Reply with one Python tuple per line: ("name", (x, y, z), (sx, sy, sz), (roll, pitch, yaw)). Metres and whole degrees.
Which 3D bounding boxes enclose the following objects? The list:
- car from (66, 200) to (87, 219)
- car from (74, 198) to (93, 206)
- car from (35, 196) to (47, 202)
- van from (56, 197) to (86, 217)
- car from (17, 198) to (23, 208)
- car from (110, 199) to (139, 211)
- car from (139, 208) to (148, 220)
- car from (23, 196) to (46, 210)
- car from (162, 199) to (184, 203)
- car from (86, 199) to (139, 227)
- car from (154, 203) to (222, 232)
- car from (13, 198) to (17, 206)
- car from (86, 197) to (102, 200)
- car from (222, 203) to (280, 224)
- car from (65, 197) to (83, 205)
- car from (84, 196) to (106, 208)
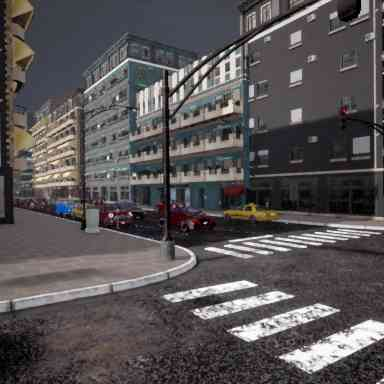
("car", (-8.906, 1.652, 28.334), (1.752, 1.417, 4.829), (-1, 1, -36))
("car", (-18.262, 1.644, 55.862), (1.947, 1.339, 4.313), (-1, 1, -36))
("car", (-37.554, 1.728, 82.888), (1.887, 1.381, 4.507), (-1, 1, -36))
("van", (-12.223, 1.483, 32.975), (1.690, 1.788, 3.998), (-1, 1, -36))
("car", (-25.081, 1.770, 50.994), (1.947, 1.339, 4.313), (-1, 1, -36))
("car", (-8.615, 1.581, 42.349), (2.008, 1.369, 4.403), (-1, 1, -36))
("car", (-5.783, 1.630, 28.417), (2.033, 1.411, 5.357), (-1, 1, -35))
("car", (-21.868, 1.628, 46.489), (1.967, 1.590, 4.097), (-1, 1, -36))
("car", (-2.186, 1.441, 33.340), (1.967, 1.590, 4.097), (-1, 1, -36))
("car", (-5.791, 1.553, 23.968), (1.967, 1.590, 4.097), (-1, 1, -36))
("car", (-0.391, 1.623, 20.865), (1.994, 1.385, 4.181), (-1, 1, -36))
("car", (-31.513, 1.782, 60.003), (1.887, 1.381, 4.507), (-1, 1, -36))
("car", (-12.068, 1.618, 37.240), (1.837, 1.490, 4.892), (-1, 0, -35))
("car", (4.148, 1.498, 24.471), (1.752, 1.417, 4.829), (-1, 1, -36))
("car", (-21.477, 1.645, 60.367), (2.008, 1.369, 4.403), (-1, 1, -36))
("car", (-15.048, 1.502, 51.357), (1.967, 1.590, 4.097), (-1, 1, -36))
